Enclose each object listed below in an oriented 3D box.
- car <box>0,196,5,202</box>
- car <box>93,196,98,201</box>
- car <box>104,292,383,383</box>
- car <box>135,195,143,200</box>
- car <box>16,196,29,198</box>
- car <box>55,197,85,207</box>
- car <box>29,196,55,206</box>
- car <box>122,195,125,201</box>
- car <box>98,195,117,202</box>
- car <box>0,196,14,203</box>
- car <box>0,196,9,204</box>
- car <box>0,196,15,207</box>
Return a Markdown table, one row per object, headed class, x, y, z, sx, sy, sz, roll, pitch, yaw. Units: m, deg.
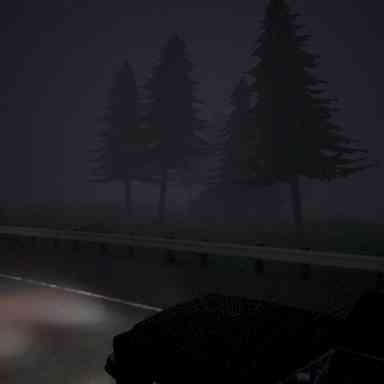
| class | x | y | z | sx | sy | sz | roll | pitch | yaw |
| --- | --- | --- | --- | --- | --- | --- | --- | --- | --- |
| car | -45.159 | 1.597 | 76.375 | 1.994 | 1.385 | 4.181 | 0 | 0 | 6 |
| car | -24.322 | 1.633 | 86.470 | 1.895 | 1.301 | 4.718 | 0 | 0 | -5 |
| car | 1.471 | 1.601 | 2.719 | 4.718 | 1.301 | 1.895 | 0 | 0 | 35 |
| car | -13.949 | 1.558 | 88.253 | 1.812 | 1.442 | 4.674 | 0 | 0 | -5 |
| car | -34.980 | 1.579 | 72.026 | 2.033 | 1.411 | 5.357 | 0 | 0 | 6 |
| car | -18.195 | 1.550 | 50.767 | 1.812 | 1.442 | 4.674 | 0 | 0 | 16 |
| car | -21.927 | 1.532 | 50.496 | 1.837 | 1.490 | 4.892 | 0 | 0 | 17 |
| car | -17.439 | 1.575 | 88.005 | 2.033 | 1.411 | 5.357 | 0 | 0 | -5 |
| car | -20.556 | 1.575 | 81.163 | 2.033 | 1.411 | 5.357 | 0 | 0 | -1 |
| car | -41.840 | 1.638 | 73.849 | 1.895 | 1.301 | 4.718 | 0 | 0 | 6 |
| car | -36.931 | 1.562 | 61.910 | 2.128 | 1.511 | 4.902 | 0 | 0 | 17 |
| car | -29.466 | 1.555 | 49.703 | 1.812 | 1.442 | 4.674 | 0 | 0 | 17 |
